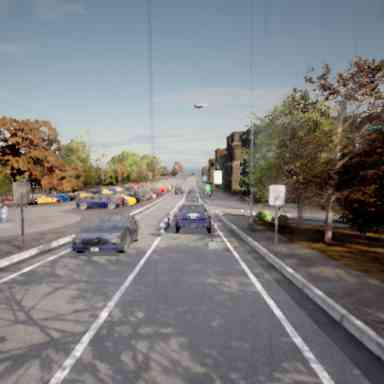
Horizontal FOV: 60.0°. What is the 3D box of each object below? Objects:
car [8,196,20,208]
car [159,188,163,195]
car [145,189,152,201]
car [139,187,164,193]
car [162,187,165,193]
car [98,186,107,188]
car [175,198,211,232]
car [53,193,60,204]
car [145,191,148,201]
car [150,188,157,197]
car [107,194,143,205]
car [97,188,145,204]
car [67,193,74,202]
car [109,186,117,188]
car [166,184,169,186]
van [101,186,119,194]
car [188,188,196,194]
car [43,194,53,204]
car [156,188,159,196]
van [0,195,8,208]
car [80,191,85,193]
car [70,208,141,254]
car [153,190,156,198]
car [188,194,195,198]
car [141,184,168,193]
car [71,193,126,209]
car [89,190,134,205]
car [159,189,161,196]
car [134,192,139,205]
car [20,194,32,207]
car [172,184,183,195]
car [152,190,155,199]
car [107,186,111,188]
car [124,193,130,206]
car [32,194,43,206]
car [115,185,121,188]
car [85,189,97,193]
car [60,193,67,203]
[{"bbox_3d":[-23.177,1.147,38.821,4.674,1.452,2.002,0,0,0],"label":"car"},{"bbox_3d":[-9.810,0.448,75.135,5.008,1.535,2.097,0,2,0],"label":"car"},{"bbox_3d":[-9.913,0.825,58.420,4.553,1.767,2.185,0,1,0],"label":"car"},{"bbox_3d":[-9.790,0.335,77.922,5.008,1.535,2.097,0,2,0],"label":"car"},{"bbox_3d":[-9.745,0.243,80.707,4.792,1.488,2.163,0,3,0],"label":"car"},{"bbox_3d":[-22.926,0.197,75.055,5.566,2.045,2.435,0,2,0],"label":"car"},{"bbox_3d":[0.073,1.446,21.025,2.097,1.767,4.553,0,0,0],"label":"car"},{"bbox_3d":[-23.274,1.072,50.107,5.366,1.575,1.946,0,0,0],"label":"car"},{"bbox_3d":[-9.958,1.079,52.842,4.792,1.488,2.163,0,1,0],"label":"car"},{"bbox_3d":[-9.912,0.613,66.779,4.553,1.767,2.185,0,2,0],"label":"car"},{"bbox_3d":[-10.002,1.082,50.063,4.892,1.521,2.231,0,1,0],"label":"car"},{"bbox_3d":[-10.058,0.851,47.272,5.566,2.045,2.435,0,0,0],"label":"car"},{"bbox_3d":[-23.042,1.000,55.552,5.008,1.535,2.097,0,1,0],"label":"car"},{"bbox_3d":[-22.996,-0.056,86.330,5.366,1.575,1.946,0,3,0],"label":"car"},{"bbox_3d":[-9.637,-0.569,94.477,4.553,1.767,2.185,0,3,0],"label":"car"},{"bbox_3d":[-22.652,-0.546,91.881,4.442,1.987,1.878,0,3,0],"label":"van"},{"bbox_3d":[-0.110,-0.024,85.305,2.128,1.511,4.902,0,3,0],"label":"car"},{"bbox_3d":[-23.295,1.093,47.312,5.366,1.575,1.946,0,0,0],"label":"car"},{"bbox_3d":[-9.890,0.524,69.558,4.553,1.767,2.185,0,2,0],"label":"car"},{"bbox_3d":[-23.069,0.878,36.147,4.442,1.987,1.878,1,0,0],"label":"van"},{"bbox_3d":[-22.997,0.884,61.259,4.892,1.521,2.231,0,1,0],"label":"car"},{"bbox_3d":[-3.363,1.611,14.138,2.033,1.411,5.357,0,0,0],"label":"car"},{"bbox_3d":[-9.931,0.847,63.998,4.792,1.488,2.163,0,2,0],"label":"car"},{"bbox_3d":[0.058,1.395,39.909,1.837,1.490,4.892,1,3,0],"label":"car"},{"bbox_3d":[-9.759,-0.300,86.257,5.566,2.045,2.435,0,3,0],"label":"car"},{"bbox_3d":[-10.086,1.138,36.131,4.792,1.488,2.163,0,0,0],"label":"car"},{"bbox_3d":[-10.104,0.992,41.701,4.553,1.767,2.185,0,0,0],"label":"car"},{"bbox_3d":[-9.841,0.593,72.349,4.674,1.452,2.002,0,2,0],"label":"car"},{"bbox_3d":[-10.046,1.115,44.480,5.008,1.535,2.097,0,0,0],"label":"car"},{"bbox_3d":[-23.156,1.151,41.606,4.674,1.452,2.002,0,0,0],"label":"car"},{"bbox_3d":[-3.361,-0.304,85.311,2.150,2.045,5.566,0,2,0],"label":"car"},{"bbox_3d":[-9.894,0.917,61.211,4.792,1.488,2.163,0,1,0],"label":"car"},{"bbox_3d":[-22.886,0.089,80.636,4.553,1.767,2.185,0,2,0],"label":"car"},{"bbox_3d":[-10.123,1.143,38.915,4.792,1.488,2.163,0,0,0],"label":"car"},{"bbox_3d":[-23.160,1.138,44.519,4.792,1.488,2.163,0,0,0],"label":"car"},{"bbox_3d":[-22.761,-0.438,89.098,5.566,2.045,2.435,0,3,0],"label":"car"},{"bbox_3d":[-22.755,0.646,69.489,5.366,1.575,1.946,0,2,0],"label":"car"},{"bbox_3d":[-23.039,1.074,52.762,4.792,1.488,2.163,0,1,0],"label":"car"}]
